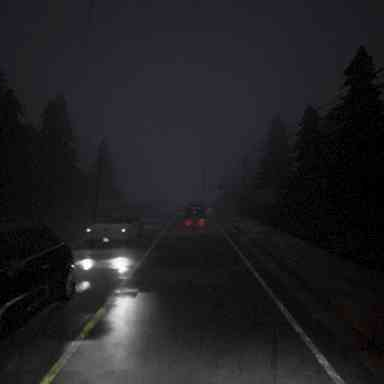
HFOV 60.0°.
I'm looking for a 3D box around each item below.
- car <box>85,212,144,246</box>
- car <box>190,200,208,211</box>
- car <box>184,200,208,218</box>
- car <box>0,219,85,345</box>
[{"bbox_3d":[-3.519,1.669,15.816,1.895,1.301,4.718,0,0,0],"label":"car"},{"bbox_3d":[1.019,1.766,44.150,1.994,1.385,4.181,0,0,8],"label":"car"},{"bbox_3d":[0.301,1.634,31.807,2.128,1.511,4.902,0,0,1],"label":"car"},{"bbox_3d":[-3.583,1.371,5.358,2.097,1.767,4.553,0,0,0],"label":"car"}]
